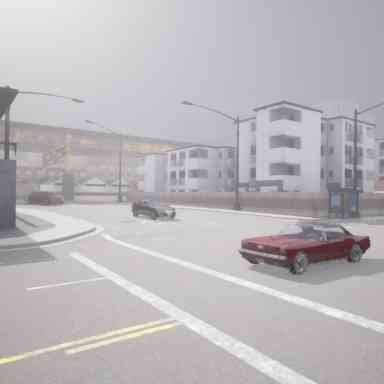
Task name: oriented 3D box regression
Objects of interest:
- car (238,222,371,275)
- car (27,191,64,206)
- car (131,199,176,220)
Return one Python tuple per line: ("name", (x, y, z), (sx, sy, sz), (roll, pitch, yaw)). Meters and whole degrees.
("car", (3.767, 1.686, 10.861), (4.718, 1.301, 1.895), (1, 0, -35))
("car", (-17.236, 0.701, 39.243), (4.553, 1.767, 2.097), (2, 0, 27))
("car", (-3.127, 1.340, 26.647), (2.128, 1.511, 4.902), (1, 1, -37))
